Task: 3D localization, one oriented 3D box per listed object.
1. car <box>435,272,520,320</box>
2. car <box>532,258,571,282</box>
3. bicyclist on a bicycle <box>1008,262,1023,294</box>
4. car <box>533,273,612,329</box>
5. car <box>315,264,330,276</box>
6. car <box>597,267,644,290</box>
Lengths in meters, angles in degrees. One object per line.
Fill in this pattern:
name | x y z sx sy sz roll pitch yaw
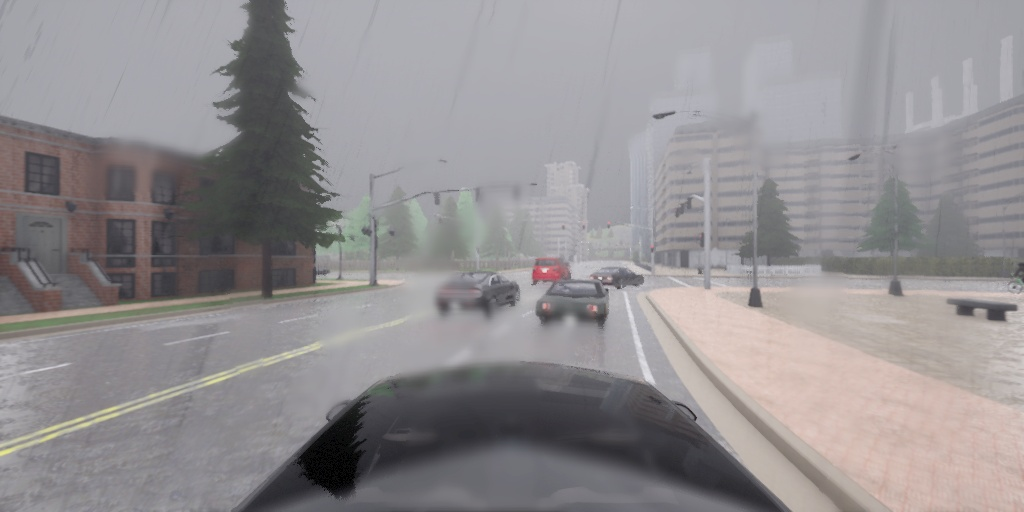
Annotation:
car | -1.042 1.313 13.121 2.128 1.511 4.902 0 0 16
car | 3.047 1.132 27.145 2.150 2.045 5.566 0 0 17
bicyclist on a bicycle | 25.557 1.151 17.863 0.582 1.620 1.656 0 -1 17
car | 2.154 1.412 11.604 1.895 1.301 4.718 0 0 16
car | -22.868 1.495 40.411 4.892 1.490 1.837 0 0 17
car | 7.088 1.437 24.156 2.033 1.411 5.357 0 -1 40
